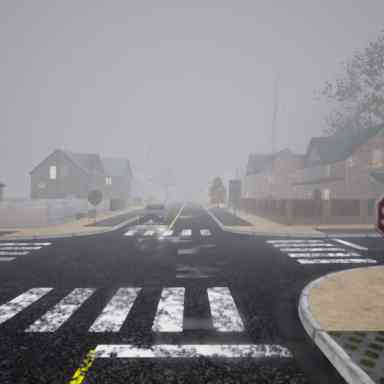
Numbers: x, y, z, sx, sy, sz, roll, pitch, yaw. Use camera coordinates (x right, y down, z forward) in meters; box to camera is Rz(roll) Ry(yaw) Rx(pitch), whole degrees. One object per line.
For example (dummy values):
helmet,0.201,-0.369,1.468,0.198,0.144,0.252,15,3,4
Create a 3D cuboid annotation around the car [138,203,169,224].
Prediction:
car,-2.769,1.576,25.142,2.033,1.411,5.357,0,0,0
